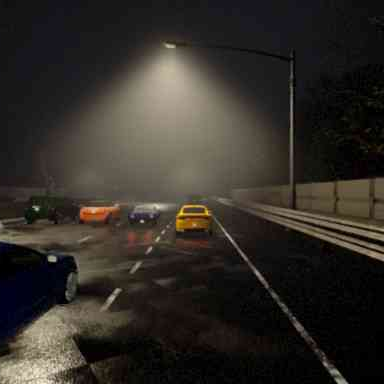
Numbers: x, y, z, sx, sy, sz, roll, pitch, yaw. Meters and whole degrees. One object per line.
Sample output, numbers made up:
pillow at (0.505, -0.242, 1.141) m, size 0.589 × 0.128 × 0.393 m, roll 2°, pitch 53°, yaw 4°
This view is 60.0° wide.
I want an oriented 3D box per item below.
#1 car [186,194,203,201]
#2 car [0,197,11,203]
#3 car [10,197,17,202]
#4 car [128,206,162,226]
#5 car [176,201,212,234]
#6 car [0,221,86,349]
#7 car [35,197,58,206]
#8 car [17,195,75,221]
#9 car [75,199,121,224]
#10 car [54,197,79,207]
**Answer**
car at (0.337, 1.302, 47.908) m, size 2.150 × 2.045 × 5.566 m, roll 0°, pitch 0°, yaw 0°
car at (-31.129, 1.535, 55.274) m, size 1.882 × 1.535 × 5.008 m, roll 0°, pitch 0°, yaw 1°
car at (-27.628, 1.663, 55.394) m, size 1.895 × 1.301 × 4.718 m, roll 0°, pitch 0°, yaw 1°
car at (-3.230, 1.626, 23.870) m, size 1.895 × 1.301 × 4.718 m, roll 0°, pitch 0°, yaw 0°
car at (0.135, 1.502, 19.215) m, size 1.882 × 1.535 × 5.008 m, roll 0°, pitch 0°, yaw 0°
car at (-3.362, 1.479, 5.103) m, size 1.882 × 1.535 × 5.008 m, roll 0°, pitch 0°, yaw 0°
car at (-24.136, 1.631, 55.470) m, size 1.994 × 1.385 × 4.181 m, roll 0°, pitch 0°, yaw 1°
car at (-10.227, 1.237, 24.652) m, size 2.150 × 2.045 × 5.566 m, roll 0°, pitch 0°, yaw 0°
car at (-6.725, 1.373, 24.894) m, size 2.097 × 1.767 × 4.553 m, roll 0°, pitch 0°, yaw 0°
car at (-20.656, 1.563, 54.848) m, size 2.128 × 1.511 × 4.902 m, roll 0°, pitch 0°, yaw 1°
